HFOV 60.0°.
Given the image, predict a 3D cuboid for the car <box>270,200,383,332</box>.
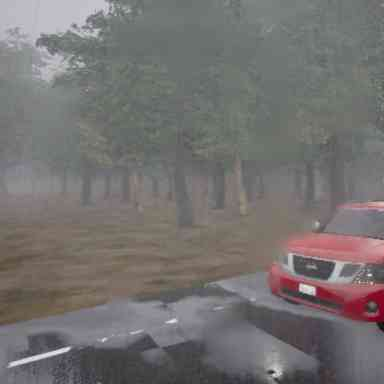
[{"bbox_3d":[4.085,1.220,7.020,5.566,2.045,2.150,0,0,-37],"label":"car"}]
